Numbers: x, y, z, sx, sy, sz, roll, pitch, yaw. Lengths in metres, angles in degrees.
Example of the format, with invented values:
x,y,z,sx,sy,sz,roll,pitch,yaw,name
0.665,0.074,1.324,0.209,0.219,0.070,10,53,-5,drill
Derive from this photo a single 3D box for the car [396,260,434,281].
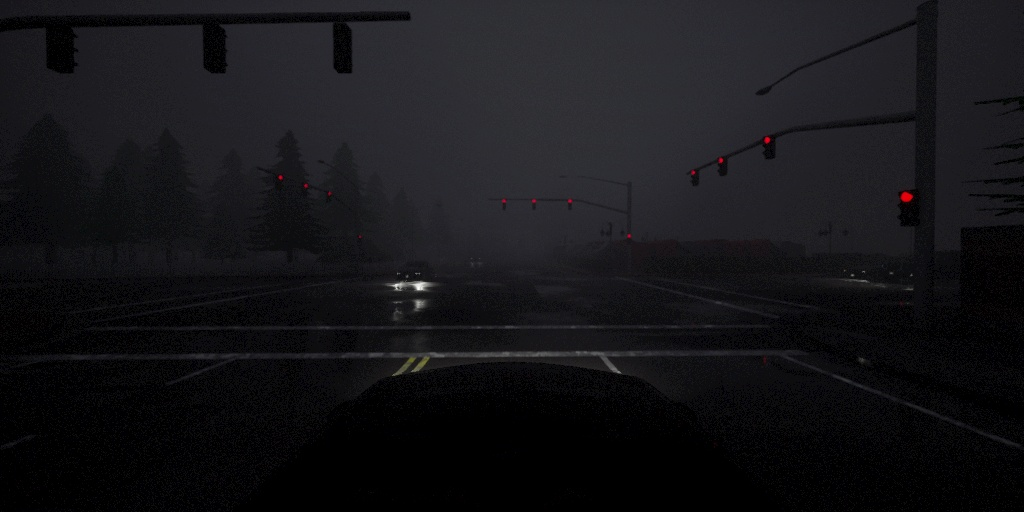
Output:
x,y,z,sx,sy,sz,roll,pitch,yaw,name
-7.000,1.061,26.314,1.837,1.490,4.892,0,1,0,car

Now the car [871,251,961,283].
x,y,z,sx,sy,sz,roll,pitch,yaw,name
26.077,0.695,22.056,5.566,2.045,2.150,0,1,0,car

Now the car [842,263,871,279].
x,y,z,sx,sy,sz,roll,pitch,yaw,name
26.930,0.984,25.565,5.357,1.411,2.033,0,1,0,car
